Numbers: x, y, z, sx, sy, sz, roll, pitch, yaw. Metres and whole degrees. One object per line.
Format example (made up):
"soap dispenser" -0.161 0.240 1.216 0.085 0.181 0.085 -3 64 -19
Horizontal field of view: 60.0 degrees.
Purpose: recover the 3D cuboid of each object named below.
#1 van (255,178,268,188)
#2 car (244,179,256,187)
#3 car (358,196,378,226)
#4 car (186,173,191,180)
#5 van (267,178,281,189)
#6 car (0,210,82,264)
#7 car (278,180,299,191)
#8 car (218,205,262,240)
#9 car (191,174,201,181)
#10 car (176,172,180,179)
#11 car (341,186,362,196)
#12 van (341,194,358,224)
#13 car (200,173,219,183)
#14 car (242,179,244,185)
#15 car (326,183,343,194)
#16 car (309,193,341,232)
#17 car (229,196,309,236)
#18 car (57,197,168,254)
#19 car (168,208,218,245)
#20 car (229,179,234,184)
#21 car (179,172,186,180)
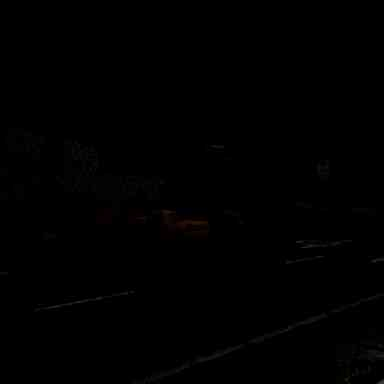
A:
"van" 15.197 -1.769 67.240 1.878 1.987 4.442 7 4 35
"car" 13.618 -1.817 69.968 1.946 1.575 5.366 7 3 35
"car" 10.771 1.400 24.047 4.553 1.767 2.185 -1 -1 35
"car" 1.265 -3.855 86.965 2.185 1.767 4.553 6 3 34
"van" 16.930 -1.496 64.771 1.878 1.987 4.442 7 4 35
"car" -6.468 1.523 11.935 4.792 1.488 2.163 -1 -1 34
"car" 18.694 -0.997 62.412 2.231 1.521 4.892 7 3 35
"car" 0.894 1.546 17.148 4.674 1.452 2.002 -1 -1 35
"car" 3.063 -3.704 84.502 2.435 2.045 5.566 7 3 34
"car" -2.245 -4.367 91.777 2.435 2.045 5.566 1 -1 34
"car" 25.612 0.131 52.566 2.002 1.452 4.674 7 3 35
"van" 8.364 1.294 22.293 4.442 1.987 1.878 -1 -1 35
"car" 4.918 -3.181 82.246 1.946 1.575 5.366 7 3 34
"car" 11.783 -2.048 72.285 2.002 1.452 4.674 7 3 35
"car" 23.917 -0.431 55.035 2.435 2.045 5.566 7 3 35
"car" 5.829 1.264 20.619 5.566 2.045 2.435 -1 -1 35
"car" 3.318 1.260 18.910 5.566 2.045 2.435 -1 -1 35
"car" -4.026 1.246 13.685 5.566 2.045 2.435 -1 -1 34
"car" -1.710 1.501 15.516 5.366 1.575 1.946 -1 -1 34
"car" 10.036 -2.322 74.745 2.002 1.452 4.674 7 3 35
"car" -0.469 -4.090 89.432 2.185 1.767 4.553 4 1 33
